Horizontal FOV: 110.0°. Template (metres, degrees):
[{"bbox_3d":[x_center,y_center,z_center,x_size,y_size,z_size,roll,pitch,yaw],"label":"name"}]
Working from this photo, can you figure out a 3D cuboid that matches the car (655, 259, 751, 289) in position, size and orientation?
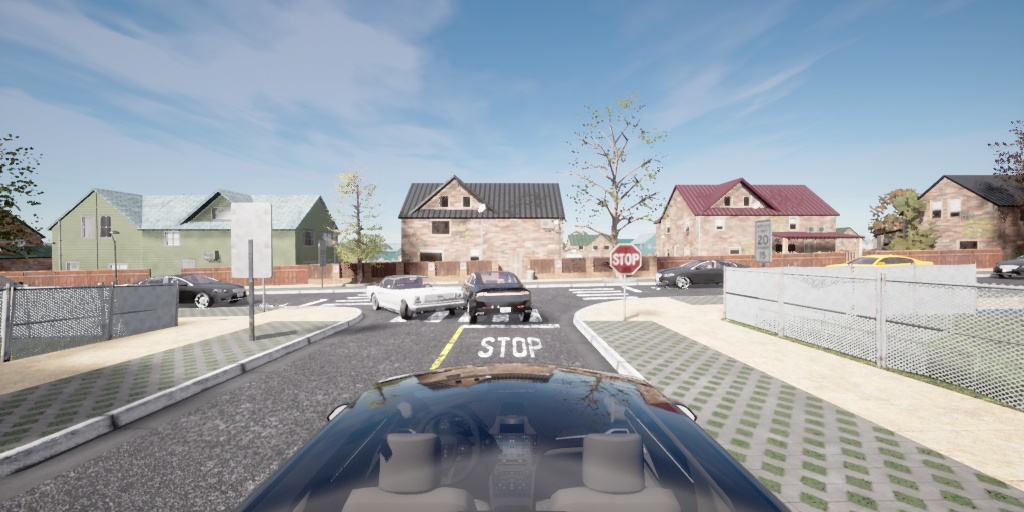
[{"bbox_3d":[10.335,0.926,19.445,4.902,1.511,2.128,-1,1,0],"label":"car"}]

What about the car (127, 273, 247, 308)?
[{"bbox_3d":[-14.899,1.566,16.396,4.902,1.511,2.128,-1,1,0],"label":"car"}]

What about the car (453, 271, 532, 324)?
[{"bbox_3d":[-0.683,1.242,12.039,2.128,1.511,4.902,0,0,-12],"label":"car"}]

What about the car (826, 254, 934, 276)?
[{"bbox_3d":[19.765,0.690,19.479,5.008,1.535,1.882,-1,1,-1],"label":"car"}]

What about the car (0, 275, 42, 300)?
[{"bbox_3d":[-24.236,1.648,16.358,4.553,1.767,2.097,-1,1,0],"label":"car"}]

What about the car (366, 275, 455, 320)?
[{"bbox_3d":[-3.600,1.368,12.899,1.895,1.301,4.718,0,0,-38],"label":"car"}]

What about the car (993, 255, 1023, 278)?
[{"bbox_3d":[29.390,0.478,19.514,4.902,1.511,2.128,-1,1,0],"label":"car"}]
